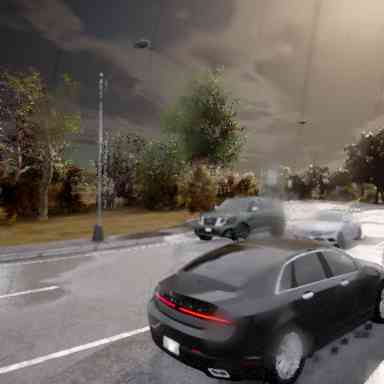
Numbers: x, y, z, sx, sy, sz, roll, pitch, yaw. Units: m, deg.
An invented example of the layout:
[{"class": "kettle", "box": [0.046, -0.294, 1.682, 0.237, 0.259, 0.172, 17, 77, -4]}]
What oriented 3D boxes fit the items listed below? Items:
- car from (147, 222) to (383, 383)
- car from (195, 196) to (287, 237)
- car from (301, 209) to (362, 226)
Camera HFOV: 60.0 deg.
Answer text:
[{"class": "car", "box": [1.602, 1.519, 5.431, 4.892, 1.490, 1.837, 0, 0, -40]}, {"class": "car", "box": [2.541, 1.240, 16.069, 2.150, 2.045, 5.566, 0, 0, 42]}, {"class": "car", "box": [6.236, 1.532, 14.920, 1.812, 1.442, 4.674, 0, 0, 41]}]
